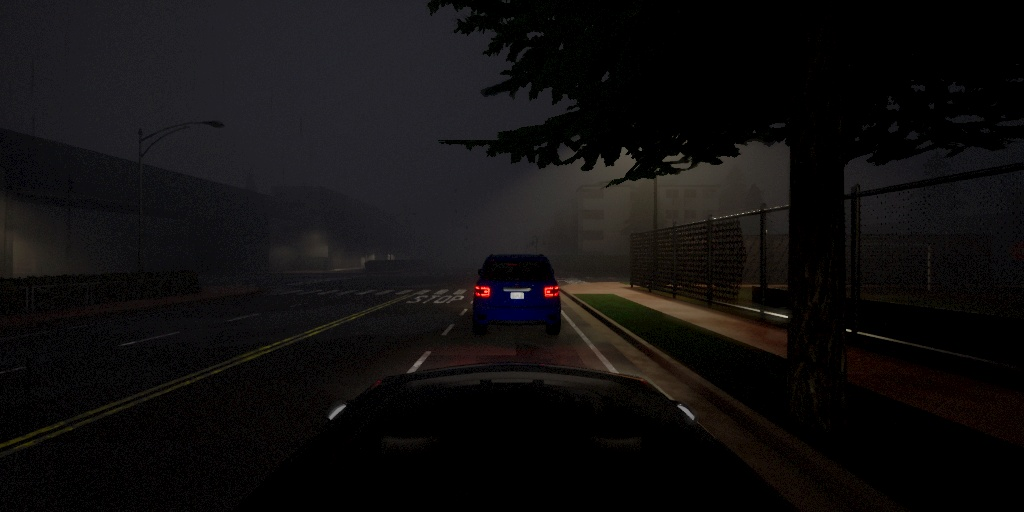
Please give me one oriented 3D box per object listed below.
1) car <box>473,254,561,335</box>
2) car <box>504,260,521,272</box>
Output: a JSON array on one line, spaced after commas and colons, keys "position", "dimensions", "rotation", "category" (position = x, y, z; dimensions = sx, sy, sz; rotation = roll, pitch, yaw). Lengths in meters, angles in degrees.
[{"position": [0.124, 0.972, 10.642], "dimensions": [2.150, 2.045, 5.566], "rotation": [0, 0, 0], "category": "car"}, {"position": [0.063, 1.241, 46.360], "dimensions": [2.128, 1.511, 4.902], "rotation": [0, 0, -1], "category": "car"}]
